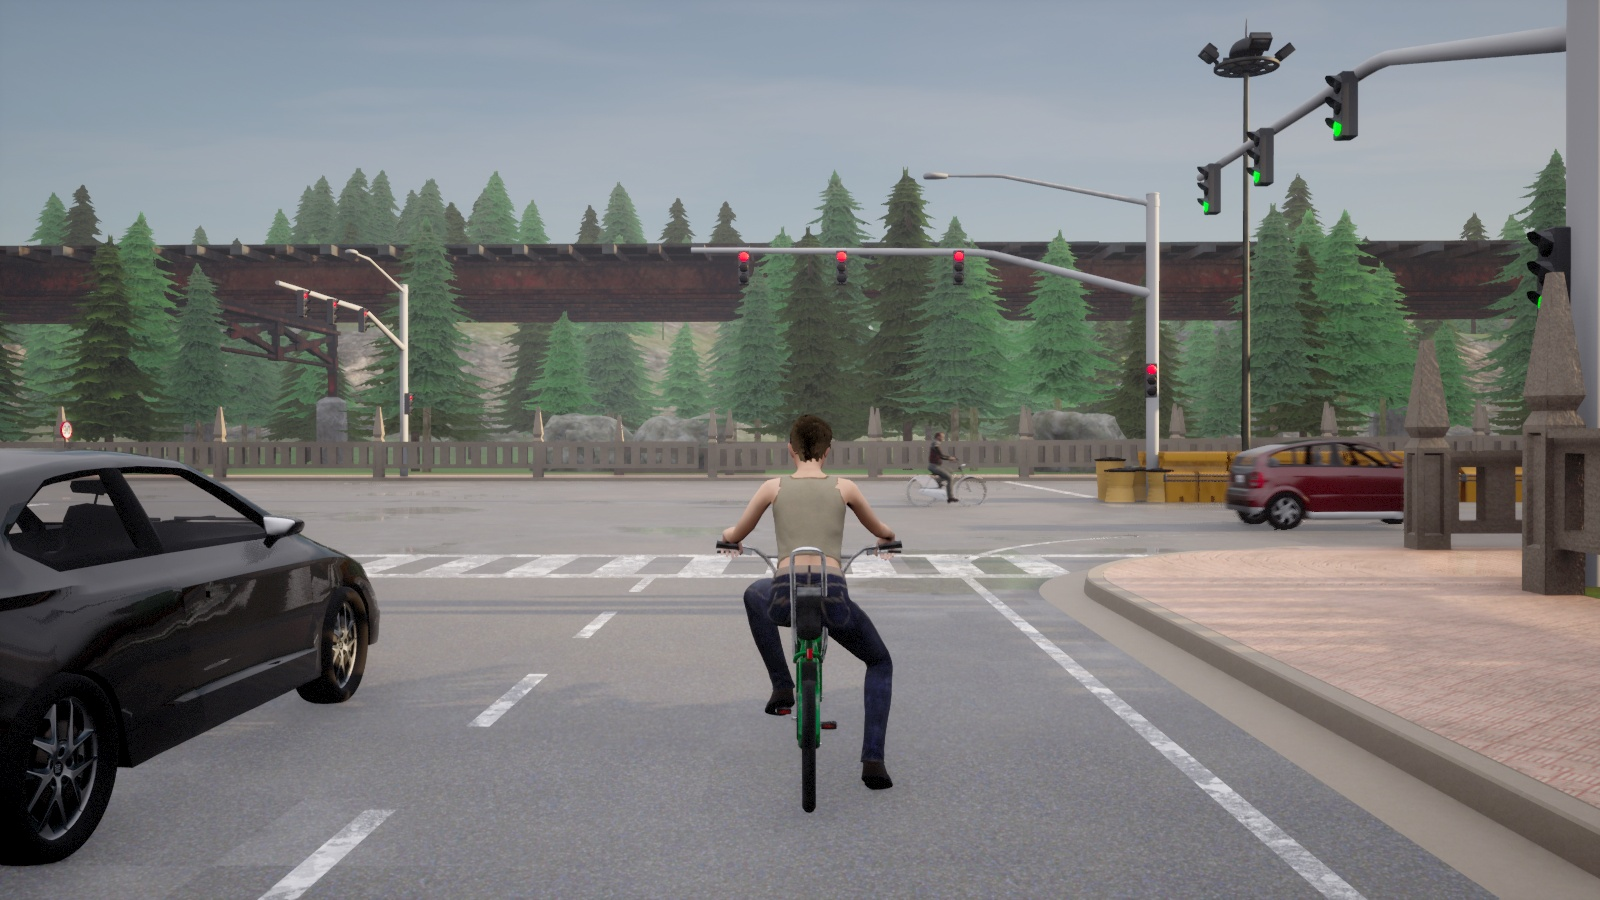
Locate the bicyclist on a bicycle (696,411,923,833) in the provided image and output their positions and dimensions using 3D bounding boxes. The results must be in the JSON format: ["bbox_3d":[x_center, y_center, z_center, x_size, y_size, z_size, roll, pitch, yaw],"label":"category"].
[{"bbox_3d":[0.040,0.652,5.554,0.866,1.612,1.509,0,0,0],"label":"bicyclist on a bicycle"}]

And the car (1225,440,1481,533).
[{"bbox_3d":[9.604,0.611,22.015,3.705,1.549,1.789,0,0,1],"label":"car"}]

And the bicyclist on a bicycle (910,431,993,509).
[{"bbox_3d":[3.491,0.456,29.076,1.843,1.776,0.659,0,0,1],"label":"bicyclist on a bicycle"}]

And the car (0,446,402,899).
[{"bbox_3d":[-3.453,0.724,5.914,1.816,1.474,4.193,0,0,0],"label":"car"}]
